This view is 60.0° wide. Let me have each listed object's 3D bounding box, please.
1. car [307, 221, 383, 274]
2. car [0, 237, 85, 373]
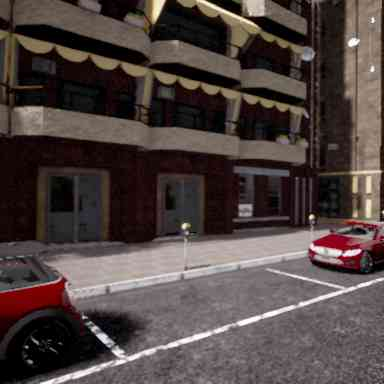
[{"bbox_3d":[5.457,1.594,10.537,4.206,1.307,1.802,0,1,-35],"label":"car"},{"bbox_3d":[-3.566,1.440,4.006,4.097,1.590,1.967,0,1,-35],"label":"car"}]
